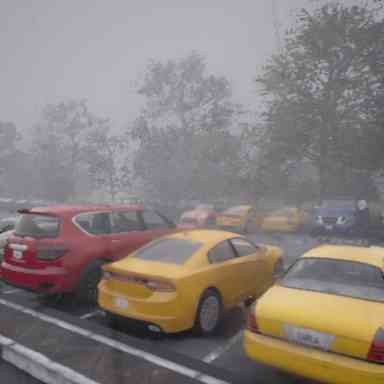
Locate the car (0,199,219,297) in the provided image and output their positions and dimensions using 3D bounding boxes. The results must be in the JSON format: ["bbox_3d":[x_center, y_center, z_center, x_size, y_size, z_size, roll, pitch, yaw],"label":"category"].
[{"bbox_3d":[-1.872,1.331,8.762,2.435,2.045,5.566,-1,0,36],"label":"car"}]

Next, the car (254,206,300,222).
[{"bbox_3d":[5.853,1.577,19.512,1.946,1.575,5.366,-1,0,36],"label":"car"}]

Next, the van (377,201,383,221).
[{"bbox_3d":[10.188,1.301,16.005,1.878,1.987,4.442,-1,0,36],"label":"van"}]

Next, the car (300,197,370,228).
[{"bbox_3d":[7.982,1.302,17.708,2.435,2.045,5.566,-1,0,36],"label":"car"}]

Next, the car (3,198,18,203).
[{"bbox_3d":[-16.956,1.502,35.764,2.097,1.535,5.008,1,1,36],"label":"car"}]

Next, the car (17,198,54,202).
[{"bbox_3d":[-14.592,1.550,34.054,2.231,1.521,4.892,1,1,36],"label":"car"}]

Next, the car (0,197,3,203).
[{"bbox_3d":[-19.216,1.447,37.398,2.097,1.535,5.008,2,1,36],"label":"car"}]

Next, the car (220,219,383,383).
[{"bbox_3d":[2.733,1.527,5.627,1.946,1.575,5.366,-1,0,36],"label":"car"}]

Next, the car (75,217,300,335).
[{"bbox_3d":[0.366,1.556,7.103,2.097,1.535,5.008,-1,0,36],"label":"car"}]

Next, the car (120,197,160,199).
[{"bbox_3d":[-3.377,1.396,25.990,2.435,2.045,5.566,0,0,36],"label":"car"}]

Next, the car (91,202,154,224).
[{"bbox_3d":[-5.651,1.644,27.605,2.097,1.535,5.008,0,0,36],"label":"car"}]

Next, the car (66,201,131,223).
[{"bbox_3d":[-8.023,1.630,29.085,1.946,1.575,5.366,0,0,36],"label":"car"}]

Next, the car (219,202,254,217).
[{"bbox_3d":[3.384,1.607,21.061,2.097,1.535,5.008,-1,0,36],"label":"car"}]
